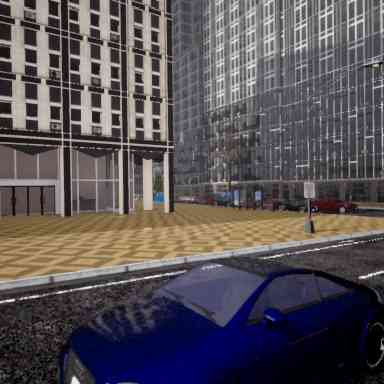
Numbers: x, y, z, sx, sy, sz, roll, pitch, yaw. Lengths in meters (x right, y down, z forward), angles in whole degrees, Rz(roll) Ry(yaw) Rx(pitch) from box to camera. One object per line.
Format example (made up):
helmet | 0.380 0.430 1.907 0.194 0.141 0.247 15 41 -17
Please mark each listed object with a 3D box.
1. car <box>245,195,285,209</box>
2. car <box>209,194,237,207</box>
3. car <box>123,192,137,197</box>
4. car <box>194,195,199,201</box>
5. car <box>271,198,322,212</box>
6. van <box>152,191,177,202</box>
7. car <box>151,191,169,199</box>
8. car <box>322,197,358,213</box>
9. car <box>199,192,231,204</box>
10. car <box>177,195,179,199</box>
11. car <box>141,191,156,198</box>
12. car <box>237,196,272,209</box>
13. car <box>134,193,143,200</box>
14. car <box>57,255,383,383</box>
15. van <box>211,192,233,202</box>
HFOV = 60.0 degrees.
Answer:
car | 9.253 1.228 42.573 1.882 1.535 5.008 -1 1 -34
car | 4.648 1.319 44.662 1.947 1.339 4.313 0 1 -34
car | -17.114 0.688 91.712 2.008 1.369 4.403 0 1 -34
car | 2.046 1.043 63.503 1.802 1.307 4.206 0 1 -34
car | 10.972 1.424 35.215 1.947 1.339 4.313 0 1 -34
van | -4.887 0.937 58.793 1.690 1.788 3.998 0 1 -34
car | -7.535 0.615 77.605 2.192 1.841 5.009 0 1 -34
car | 14.652 1.315 34.622 1.882 1.535 5.008 -1 1 -34
car | 3.600 1.011 50.879 2.097 1.767 4.553 -1 1 -35
car | -4.341 0.936 72.907 1.802 1.307 4.206 0 1 -34
car | -10.728 0.686 82.308 1.967 1.590 4.097 0 1 -34
car | 7.793 1.388 39.929 1.802 1.307 4.206 0 1 -34
car | -11.274 1.039 68.199 2.008 1.369 4.403 0 1 -34
car | 0.610 1.563 4.097 4.181 1.385 1.994 0 0 -35
van | 5.238 0.855 58.798 1.690 1.788 3.998 0 1 -34
